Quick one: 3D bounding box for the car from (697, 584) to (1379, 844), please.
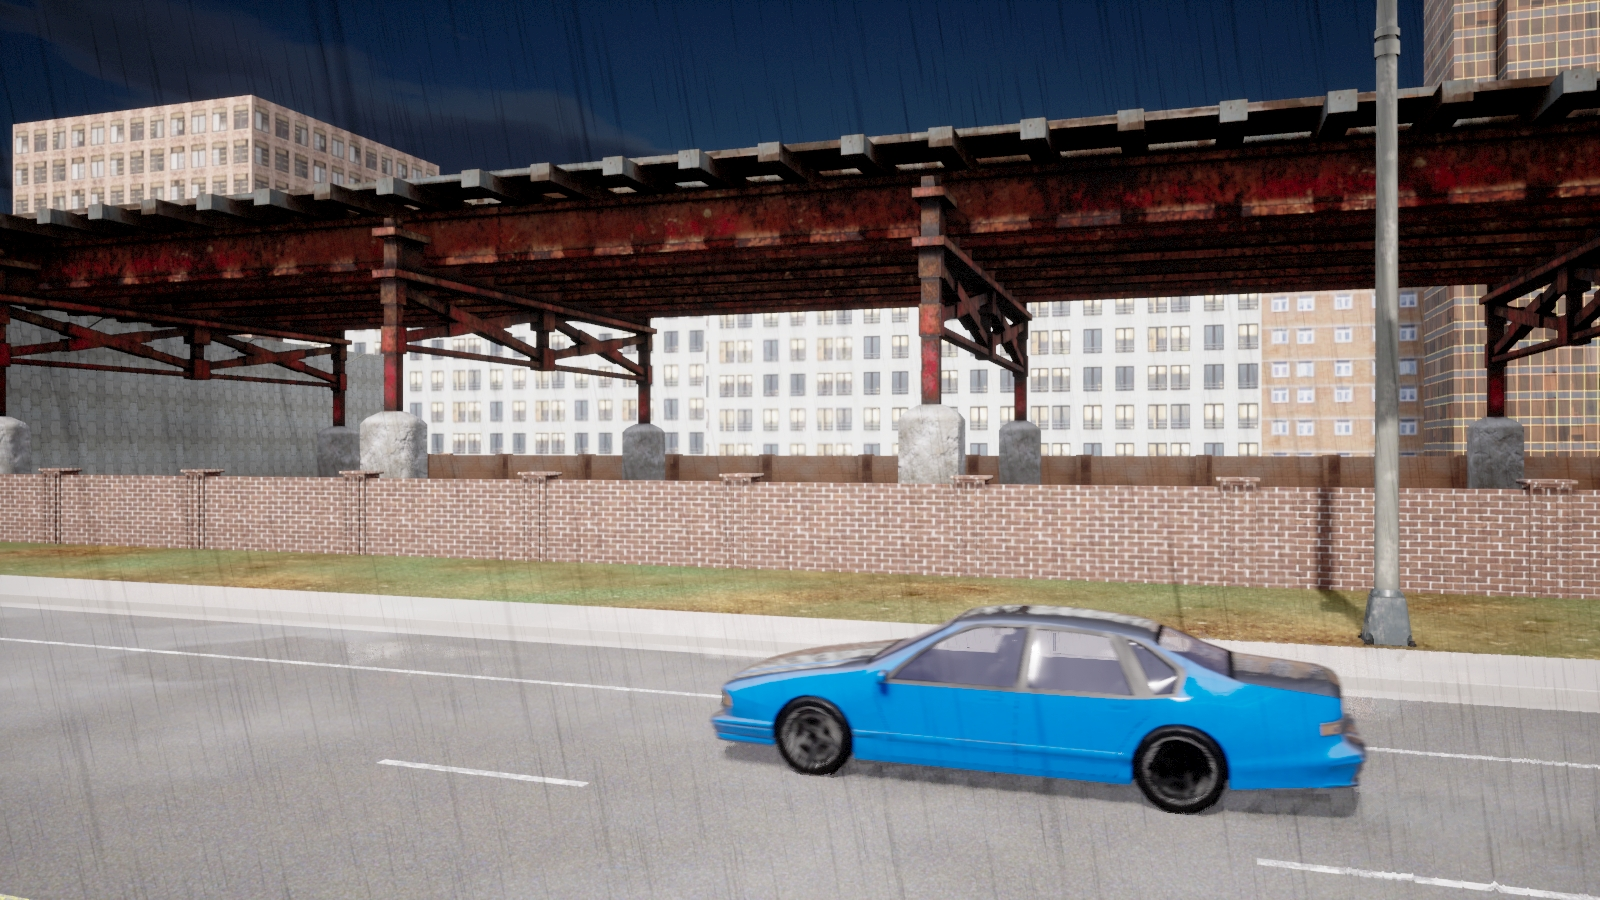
[{"bbox_3d":[1.962,2.106,10.032,5.357,1.411,2.033,0,0,20],"label":"car"}]
